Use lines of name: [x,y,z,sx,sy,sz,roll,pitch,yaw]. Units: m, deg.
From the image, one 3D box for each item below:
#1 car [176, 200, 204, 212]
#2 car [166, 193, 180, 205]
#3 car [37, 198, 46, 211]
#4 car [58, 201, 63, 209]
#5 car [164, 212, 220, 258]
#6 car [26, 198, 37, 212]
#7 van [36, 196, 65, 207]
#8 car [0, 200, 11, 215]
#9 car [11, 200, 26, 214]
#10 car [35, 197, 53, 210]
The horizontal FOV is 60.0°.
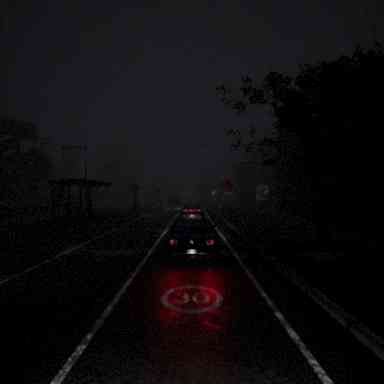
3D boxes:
car: [0.012,1.674,28.533,2.128,1.511,4.902,0,0,0]
car: [-3.324,1.256,59.569,2.150,2.045,5.566,0,1,1]
car: [-22.156,1.808,43.210,4.792,1.488,2.163,0,0,0]
car: [-22.166,1.847,48.762,4.792,1.488,2.163,0,0,0]
car: [0.014,1.698,13.224,1.895,1.301,4.718,0,0,0]
car: [-22.116,1.760,40.436,4.892,1.521,2.231,0,0,0]
van: [-22.024,1.611,51.537,4.442,1.987,1.878,0,0,0]
car: [-22.145,1.596,34.886,4.553,1.767,2.185,0,0,0]
car: [-22.124,1.740,37.661,5.008,1.535,2.097,0,0,0]
car: [-21.946,1.795,45.985,5.366,1.575,1.946,0,0,0]
